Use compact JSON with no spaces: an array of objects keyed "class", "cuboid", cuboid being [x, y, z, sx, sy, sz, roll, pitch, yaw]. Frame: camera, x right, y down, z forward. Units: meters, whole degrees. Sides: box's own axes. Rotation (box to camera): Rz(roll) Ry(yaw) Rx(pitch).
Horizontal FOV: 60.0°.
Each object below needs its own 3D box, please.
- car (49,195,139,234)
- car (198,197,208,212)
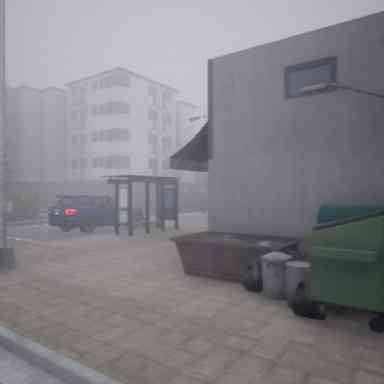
[{"class":"car","cuboid":[-5.149,1.204,18.665,2.150,2.045,5.566,0,-2,36]},{"class":"car","cuboid":[2.888,1.103,36.016,2.150,2.045,5.566,0,0,36]}]
